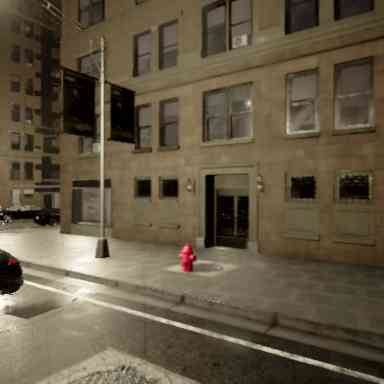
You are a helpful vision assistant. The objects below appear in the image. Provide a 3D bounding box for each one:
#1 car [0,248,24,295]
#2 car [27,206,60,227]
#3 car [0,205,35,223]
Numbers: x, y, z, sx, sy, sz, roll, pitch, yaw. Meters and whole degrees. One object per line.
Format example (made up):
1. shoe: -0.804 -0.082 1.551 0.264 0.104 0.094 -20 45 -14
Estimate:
1. car: -5.820 1.665 7.823 4.181 1.385 1.994 -1 0 36
2. car: -10.548 2.031 27.005 1.947 1.339 4.313 0 -1 36
3. car: -15.497 1.936 30.298 2.128 1.511 4.902 0 0 38
